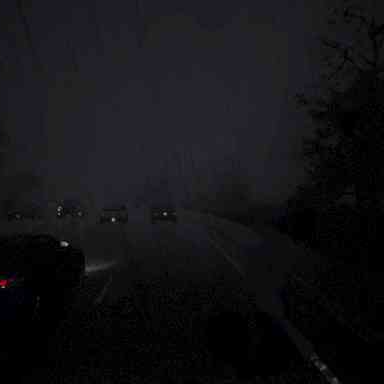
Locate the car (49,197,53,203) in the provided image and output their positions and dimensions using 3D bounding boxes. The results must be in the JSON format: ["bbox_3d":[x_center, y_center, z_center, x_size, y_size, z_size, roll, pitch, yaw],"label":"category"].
[{"bbox_3d":[-27.667,1.570,66.747,1.895,1.301,4.718,0,0,-27],"label":"car"}]

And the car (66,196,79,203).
[{"bbox_3d":[-24.620,1.517,68.471,2.033,1.411,5.357,0,0,-27],"label":"car"}]

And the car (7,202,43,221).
[{"bbox_3d":[-13.573,1.533,27.322,1.812,1.442,4.674,0,0,-12],"label":"car"}]

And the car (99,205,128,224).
[{"bbox_3d":[-5.798,1.604,25.072,1.895,1.301,4.718,0,0,-10],"label":"car"}]

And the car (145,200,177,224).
[{"bbox_3d":[-2.258,1.549,25.171,2.033,1.411,5.357,0,0,-10],"label":"car"}]

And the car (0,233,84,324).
[{"bbox_3d":[-3.739,1.569,7.103,1.994,1.385,4.181,0,0,-3],"label":"car"}]

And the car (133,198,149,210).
[{"bbox_3d":[-6.335,1.495,42.300,2.128,1.511,4.902,0,0,-16],"label":"car"}]

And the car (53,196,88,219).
[{"bbox_3d":[-10.383,1.357,29.052,2.097,1.767,4.553,0,0,-12],"label":"car"}]
